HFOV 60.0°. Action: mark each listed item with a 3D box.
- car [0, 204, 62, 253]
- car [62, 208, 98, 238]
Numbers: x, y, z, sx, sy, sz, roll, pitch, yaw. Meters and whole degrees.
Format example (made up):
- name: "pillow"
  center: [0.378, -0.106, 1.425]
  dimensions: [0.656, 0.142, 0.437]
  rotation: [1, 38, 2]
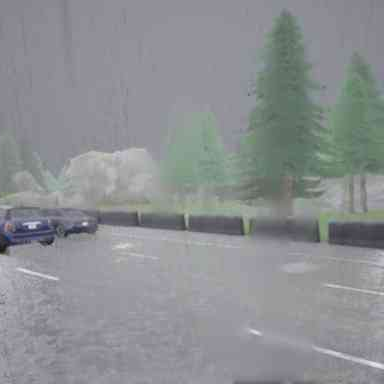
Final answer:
- name: "car"
  center: [-7.786, 1.331, 13.844]
  dimensions: [4.553, 1.767, 2.097]
  rotation: [0, 0, 36]
- name: "car"
  center: [-6.878, 1.540, 17.495]
  dimensions: [4.181, 1.385, 1.994]
  rotation: [0, 0, 36]
